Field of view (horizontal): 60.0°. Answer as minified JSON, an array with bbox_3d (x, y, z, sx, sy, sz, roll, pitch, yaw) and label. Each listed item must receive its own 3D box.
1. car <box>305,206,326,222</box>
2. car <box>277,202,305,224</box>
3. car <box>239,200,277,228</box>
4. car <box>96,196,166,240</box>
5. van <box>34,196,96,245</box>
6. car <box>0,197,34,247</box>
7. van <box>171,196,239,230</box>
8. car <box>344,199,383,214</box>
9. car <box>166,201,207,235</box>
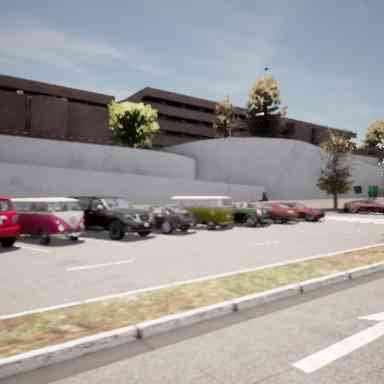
[{"bbox_3d":[7.780,1.486,25.775,4.792,1.488,2.163,-1,-1,35],"label":"car"},{"bbox_3d":[5.309,1.503,24.041,4.674,1.452,2.002,-1,0,35],"label":"car"},{"bbox_3d":[2.900,1.342,22.299,4.553,1.767,2.185,-1,0,35],"label":"car"},{"bbox_3d":[-4.389,1.233,17.118,5.566,2.045,2.435,-1,-1,35],"label":"car"},{"bbox_3d":[-6.747,1.263,15.337,4.442,1.987,1.878,-1,-1,35],"label":"van"},{"bbox_3d":[-9.304,1.244,13.682,5.566,2.045,2.435,-1,-1,35],"label":"car"},{"bbox_3d":[0.347,1.249,20.652,4.442,1.987,1.878,-1,0,35],"label":"van"},{"bbox_3d":[17.561,1.464,32.737,4.792,1.488,2.163,-1,-1,35],"label":"car"},{"bbox_3d":[-1.980,1.480,18.852,4.892,1.521,2.231,-1,0,35],"label":"car"}]
